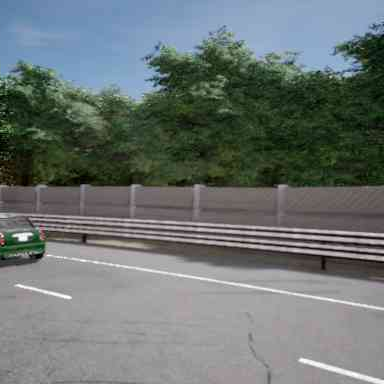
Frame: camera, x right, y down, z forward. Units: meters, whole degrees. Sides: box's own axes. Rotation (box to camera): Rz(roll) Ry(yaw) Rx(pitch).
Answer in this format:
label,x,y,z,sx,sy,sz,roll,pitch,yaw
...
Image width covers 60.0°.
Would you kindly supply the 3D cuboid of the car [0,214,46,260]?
label,x,y,z,sx,sy,sz,roll,pitch,yaw
car,-7.654,1.599,12.357,4.553,1.767,2.097,0,-2,28
